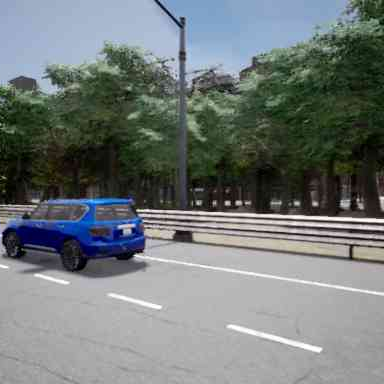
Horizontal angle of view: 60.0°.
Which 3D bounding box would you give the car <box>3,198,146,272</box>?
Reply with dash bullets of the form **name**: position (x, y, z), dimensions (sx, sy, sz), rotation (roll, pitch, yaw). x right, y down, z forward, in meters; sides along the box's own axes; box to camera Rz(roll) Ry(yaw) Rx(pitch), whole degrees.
- **car**: position (-4.026, 1.233, 11.046), dimensions (5.566, 2.045, 2.150), rotation (0, 0, 36)
